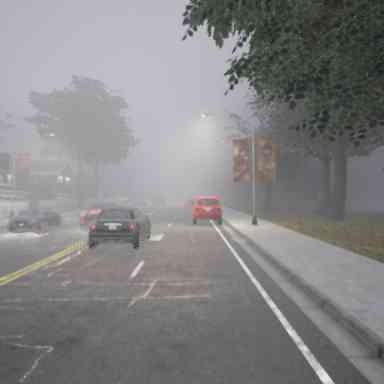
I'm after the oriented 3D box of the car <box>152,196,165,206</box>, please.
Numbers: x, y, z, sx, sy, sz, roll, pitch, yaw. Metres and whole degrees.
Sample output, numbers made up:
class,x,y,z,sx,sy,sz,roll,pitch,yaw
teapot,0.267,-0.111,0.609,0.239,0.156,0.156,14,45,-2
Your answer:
class,x,y,z,sx,sy,sz,roll,pitch,yaw
car,-6.513,1.745,65.761,2.150,2.045,5.566,0,0,0

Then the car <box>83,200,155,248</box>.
class,x,y,z,sx,sy,sz,roll,pitch,yaw
car,-3.151,1.449,15.345,2.097,1.767,4.553,0,0,0

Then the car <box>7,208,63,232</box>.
class,x,y,z,sx,sy,sz,roll,pitch,yaw
car,-9.851,1.702,21.178,1.994,1.385,4.181,0,0,0

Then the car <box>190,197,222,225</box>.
class,x,y,z,sx,sy,sz,roll,pitch,yaw
car,1.134,1.401,26.058,2.150,2.045,5.566,0,0,0

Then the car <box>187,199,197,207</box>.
class,x,y,z,sx,sy,sz,roll,pitch,yaw
car,-0.007,1.980,60.689,1.837,1.490,4.892,0,-1,0

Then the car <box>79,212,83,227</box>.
class,x,y,z,sx,sy,sz,roll,pitch,yaw
car,-6.599,1.514,24.321,2.097,1.767,4.553,0,0,0

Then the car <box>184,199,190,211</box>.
class,x,y,z,sx,sy,sz,roll,pitch,yaw
car,0.008,1.700,46.607,2.097,1.767,4.553,0,0,0
